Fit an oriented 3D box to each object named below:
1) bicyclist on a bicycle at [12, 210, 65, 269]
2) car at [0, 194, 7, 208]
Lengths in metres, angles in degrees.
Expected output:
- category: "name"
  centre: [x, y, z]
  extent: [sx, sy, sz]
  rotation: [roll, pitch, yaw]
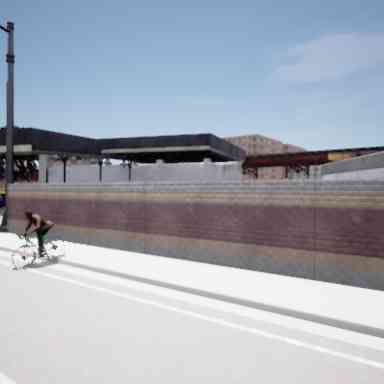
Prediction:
- category: "bicyclist on a bicycle"
  centre: [-4.506, 1.307, 9.717]
  extent: [0.582, 1.620, 1.656]
  rotation: [0, 9, 36]
- category: "car"
  centre: [-20.622, 1.022, 39.461]
  extent: [2.242, 1.667, 4.611]
  rotation: [1, 0, 37]
